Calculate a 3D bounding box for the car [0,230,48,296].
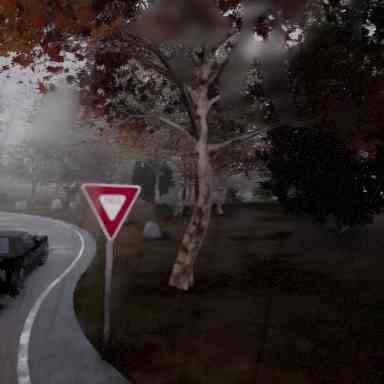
[{"bbox_3d":[-5.032,1.627,8.569,1.895,1.301,4.718,2,1,-14],"label":"car"}]
